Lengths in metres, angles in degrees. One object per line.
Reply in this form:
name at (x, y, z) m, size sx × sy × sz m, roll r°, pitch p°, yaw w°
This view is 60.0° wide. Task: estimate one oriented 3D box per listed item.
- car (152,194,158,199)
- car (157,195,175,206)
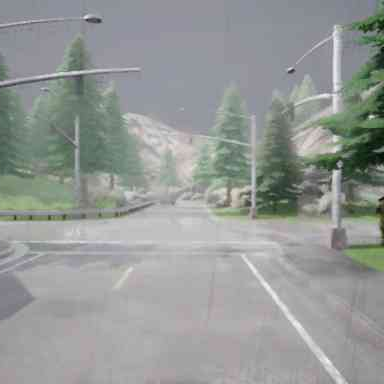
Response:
car at (-7.109, 1.222, 65.452) m, size 1.812 × 1.442 × 4.674 m, roll 0°, pitch 0°, yaw -39°
car at (-3.560, 1.325, 49.549) m, size 1.994 × 1.385 × 4.181 m, roll 0°, pitch 0°, yaw 0°
